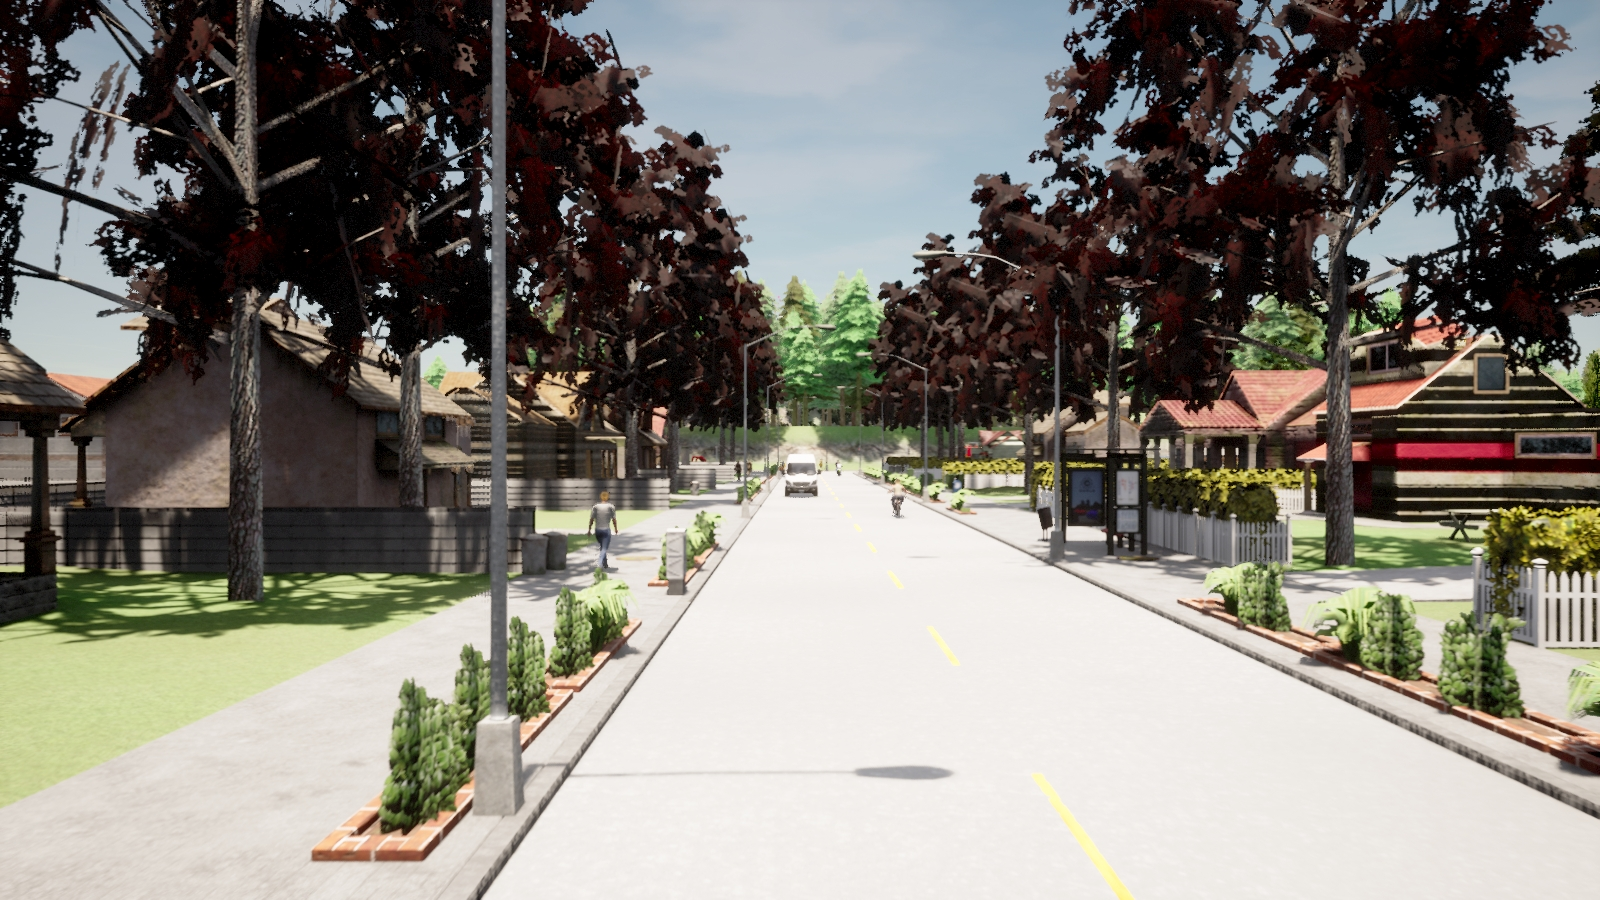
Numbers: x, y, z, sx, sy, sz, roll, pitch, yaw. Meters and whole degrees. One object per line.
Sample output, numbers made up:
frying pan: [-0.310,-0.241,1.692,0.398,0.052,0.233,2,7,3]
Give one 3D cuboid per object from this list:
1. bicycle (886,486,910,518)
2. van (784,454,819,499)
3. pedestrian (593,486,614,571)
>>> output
bicycle: [4.074,2.158,47.680,0.859,1.276,1.487,0,0,0]
van: [0.090,1.534,68.985,1.988,2.561,5.915,0,0,0]
pedestrian: [-4.362,1.743,25.363,0.375,1.860,0.375,0,0,4]
